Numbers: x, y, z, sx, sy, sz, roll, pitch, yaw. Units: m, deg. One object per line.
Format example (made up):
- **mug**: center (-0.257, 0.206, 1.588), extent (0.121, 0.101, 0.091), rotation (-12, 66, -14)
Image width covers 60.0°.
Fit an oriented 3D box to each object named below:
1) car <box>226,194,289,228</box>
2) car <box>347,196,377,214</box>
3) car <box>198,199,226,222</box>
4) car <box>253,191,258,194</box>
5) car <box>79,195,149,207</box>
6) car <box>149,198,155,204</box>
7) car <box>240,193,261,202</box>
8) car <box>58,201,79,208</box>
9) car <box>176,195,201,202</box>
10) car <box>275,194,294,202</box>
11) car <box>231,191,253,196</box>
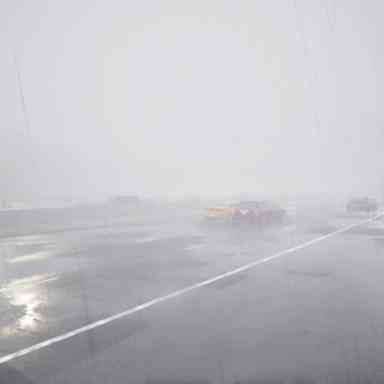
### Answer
- **car**: center (4.480, 1.266, 21.746), extent (2.097, 1.767, 4.553), rotation (-1, 0, 38)
- **car**: center (15.551, 1.144, 30.382), extent (2.128, 1.511, 4.902), rotation (-1, 0, 38)
- **car**: center (2.892, 1.420, 25.390), extent (1.882, 1.535, 5.008), rotation (-1, 0, 38)
- **car**: center (9.483, 0.931, 56.824), extent (2.150, 2.045, 5.566), rotation (-1, 0, 38)
- **car**: center (-6.956, 1.359, 30.172), extent (2.150, 2.045, 5.566), rotation (-1, 0, 38)
- **car**: center (-6.078, 1.461, 36.957), extent (2.097, 1.767, 4.553), rotation (-1, 0, 38)
- **car**: center (11.437, 1.045, 65.047), extent (2.097, 1.767, 4.553), rotation (-1, 0, 38)
- **car**: center (-11.902, 1.712, 35.199), extent (1.882, 1.535, 5.008), rotation (-1, 0, 38)
- **car**: center (-0.464, 1.290, 49.823), extent (2.097, 1.767, 4.553), rotation (-1, 0, 38)
- **car**: center (16.962, 1.121, 60.745), extent (1.994, 1.385, 4.181), rotation (-1, 0, 38)
- **car**: center (6.255, 1.152, 47.057), extent (2.097, 1.767, 4.553), rotation (-1, 0, 38)
